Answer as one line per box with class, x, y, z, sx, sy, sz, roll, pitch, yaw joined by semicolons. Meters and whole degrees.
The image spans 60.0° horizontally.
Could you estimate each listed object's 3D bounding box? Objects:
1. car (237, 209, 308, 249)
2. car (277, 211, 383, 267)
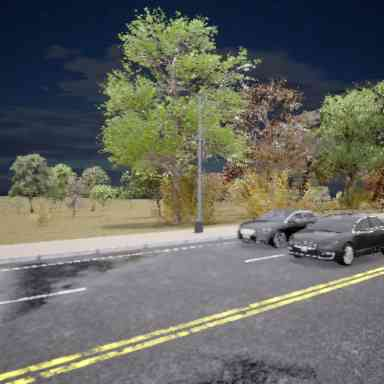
car;4.140;1.510;14.775;4.902;1.511;2.128;0;0;-37
car;5.387;1.518;11.654;4.892;1.490;1.837;0;0;-37
